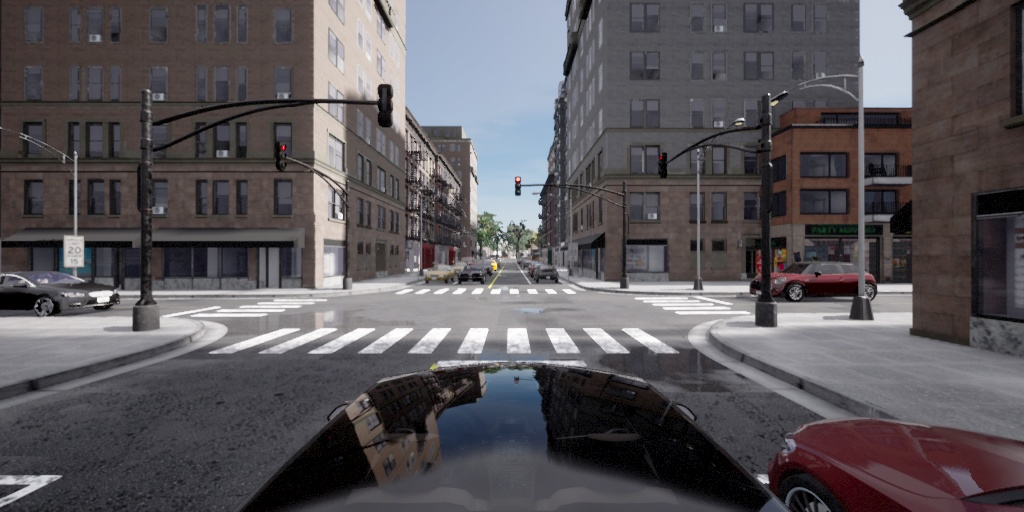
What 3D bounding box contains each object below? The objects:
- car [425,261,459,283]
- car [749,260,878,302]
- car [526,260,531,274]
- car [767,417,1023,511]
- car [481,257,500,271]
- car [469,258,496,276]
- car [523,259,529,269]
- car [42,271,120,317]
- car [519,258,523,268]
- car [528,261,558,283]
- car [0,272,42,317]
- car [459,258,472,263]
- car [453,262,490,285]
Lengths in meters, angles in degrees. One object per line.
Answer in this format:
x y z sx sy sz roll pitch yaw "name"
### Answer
-5.480 1.276 27.596 1.751 1.417 4.829 0 0 0 "car"
13.223 1.036 15.965 4.553 1.767 2.097 0 0 0 "car"
2.559 1.297 33.267 1.888 1.381 4.507 0 0 0 "car"
2.640 1.332 0.778 1.802 1.307 4.207 0 0 0 "car"
-2.951 1.231 47.284 1.882 1.535 5.008 0 0 0 "car"
-2.938 1.257 36.787 1.837 1.490 4.892 0 0 0 "car"
2.545 1.303 38.749 2.007 1.370 4.403 0 0 0 "car"
-17.098 1.310 12.900 4.902 1.511 2.128 0 0 1 "car"
2.504 1.305 55.195 2.007 1.370 4.403 0 0 0 "car"
2.572 1.301 27.786 2.007 1.370 4.403 0 0 0 "car"
-5.398 1.065 0.758 2.192 1.841 5.009 0 0 0 "car"
-5.504 1.278 38.559 1.751 1.417 4.829 0 0 0 "car"
-2.895 1.352 26.669 1.895 1.301 4.718 0 0 -1 "car"
